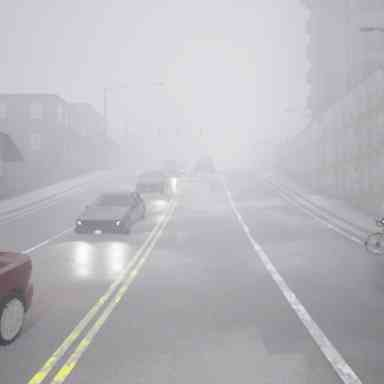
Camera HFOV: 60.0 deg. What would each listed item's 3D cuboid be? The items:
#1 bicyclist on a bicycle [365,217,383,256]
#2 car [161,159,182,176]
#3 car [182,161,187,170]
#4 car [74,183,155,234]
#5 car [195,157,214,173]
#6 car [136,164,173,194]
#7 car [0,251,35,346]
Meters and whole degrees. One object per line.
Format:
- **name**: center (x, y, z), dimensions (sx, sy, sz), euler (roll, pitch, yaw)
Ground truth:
- **bicyclist on a bicycle**: center (5.720, 1.007, 9.348), dimensions (1.656, 1.620, 0.582), euler (-1, 5, 2)
- **car**: center (-2.371, -2.566, 34.314), dimensions (1.837, 1.490, 4.892), euler (0, 10, 2)
- **car**: center (-1.823, -3.827, 48.603), dimensions (2.128, 1.511, 4.902), euler (0, 2, 2)
- **car**: center (-3.148, 0.693, 14.099), dimensions (2.033, 1.411, 5.357), euler (0, 7, 2)
- **car**: center (1.379, -3.165, 37.180), dimensions (2.097, 1.767, 4.553), euler (0, 8, 2)
- **car**: center (-2.780, -0.881, 24.069), dimensions (1.882, 1.535, 5.008), euler (0, 10, 2)
- **car**: center (-3.533, 1.417, 3.317), dimensions (1.882, 1.535, 5.008), euler (0, 1, 2)
